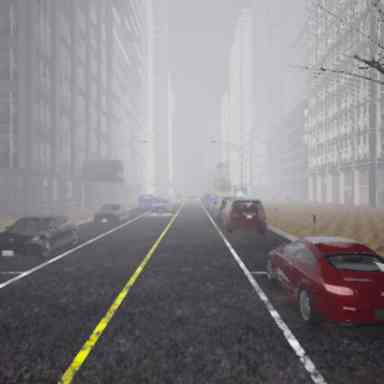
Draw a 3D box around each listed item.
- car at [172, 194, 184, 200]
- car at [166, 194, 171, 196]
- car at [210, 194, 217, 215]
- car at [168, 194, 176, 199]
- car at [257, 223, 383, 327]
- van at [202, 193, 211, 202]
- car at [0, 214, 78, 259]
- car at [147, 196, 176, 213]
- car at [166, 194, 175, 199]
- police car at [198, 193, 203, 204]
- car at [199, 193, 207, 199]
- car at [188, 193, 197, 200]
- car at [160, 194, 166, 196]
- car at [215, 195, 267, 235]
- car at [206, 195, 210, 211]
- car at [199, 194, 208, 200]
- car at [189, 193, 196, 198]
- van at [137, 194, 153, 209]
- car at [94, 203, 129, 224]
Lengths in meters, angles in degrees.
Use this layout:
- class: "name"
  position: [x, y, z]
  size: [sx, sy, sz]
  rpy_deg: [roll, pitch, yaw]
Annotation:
- class: "car"
  position: [-2.957, 1.126, 75.131]
  size: [1.837, 1.490, 4.892]
  rpy_deg: [0, 0, 0]
- class: "car"
  position: [-5.647, 1.285, 63.649]
  size: [2.008, 1.369, 4.403]
  rpy_deg: [0, 0, 0]
- class: "car"
  position: [2.712, 1.214, 23.799]
  size: [2.192, 1.841, 5.009]
  rpy_deg: [0, 0, 0]
- class: "car"
  position: [-5.631, 1.166, 92.094]
  size: [1.887, 1.381, 4.507]
  rpy_deg: [0, 0, 0]
- class: "car"
  position: [2.700, 1.553, 6.734]
  size: [1.802, 1.307, 4.206]
  rpy_deg: [0, 0, 0]
- class: "van"
  position: [2.725, 1.145, 46.556]
  size: [1.690, 1.788, 3.998]
  rpy_deg: [0, 0, 0]
- class: "car"
  position: [-5.677, 1.513, 12.446]
  size: [1.947, 1.339, 4.313]
  rpy_deg: [0, 0, 0]
- class: "car"
  position: [-3.077, 1.400, 34.649]
  size: [2.033, 1.411, 5.357]
  rpy_deg: [0, 0, 0]
- class: "car"
  position: [-5.635, 1.194, 86.405]
  size: [2.008, 1.369, 4.403]
  rpy_deg: [0, 0, 0]
- class: "police car"
  position: [2.400, 1.180, 58.300]
  size: [1.930, 1.638, 5.238]
  rpy_deg: [0, 0, 0]
- class: "car"
  position: [2.746, 1.083, 86.377]
  size: [1.967, 1.590, 4.097]
  rpy_deg: [0, 0, 0]
- class: "car"
  position: [0.043, 1.073, 76.323]
  size: [2.128, 1.511, 4.902]
  rpy_deg: [0, 0, 0]
- class: "car"
  position: [-5.654, 1.346, 52.271]
  size: [1.947, 1.339, 4.313]
  rpy_deg: [0, 0, 0]
- class: "car"
  position: [2.709, 1.238, 18.111]
  size: [2.192, 1.841, 5.009]
  rpy_deg: [0, 0, 0]
- class: "car"
  position: [2.717, 1.376, 35.348]
  size: [1.752, 1.417, 4.829]
  rpy_deg: [0, 0, 0]
- class: "car"
  position: [2.743, 1.217, 80.689]
  size: [2.008, 1.369, 4.403]
  rpy_deg: [0, 0, 0]
- class: "car"
  position: [0.052, 0.941, 90.582]
  size: [1.837, 1.490, 4.892]
  rpy_deg: [0, 0, 0]
- class: "van"
  position: [-5.658, 1.168, 40.891]
  size: [1.690, 1.788, 3.998]
  rpy_deg: [0, 0, 0]
- class: "car"
  position: [-5.670, 1.465, 23.825]
  size: [1.947, 1.339, 4.313]
  rpy_deg: [0, 0, 0]
